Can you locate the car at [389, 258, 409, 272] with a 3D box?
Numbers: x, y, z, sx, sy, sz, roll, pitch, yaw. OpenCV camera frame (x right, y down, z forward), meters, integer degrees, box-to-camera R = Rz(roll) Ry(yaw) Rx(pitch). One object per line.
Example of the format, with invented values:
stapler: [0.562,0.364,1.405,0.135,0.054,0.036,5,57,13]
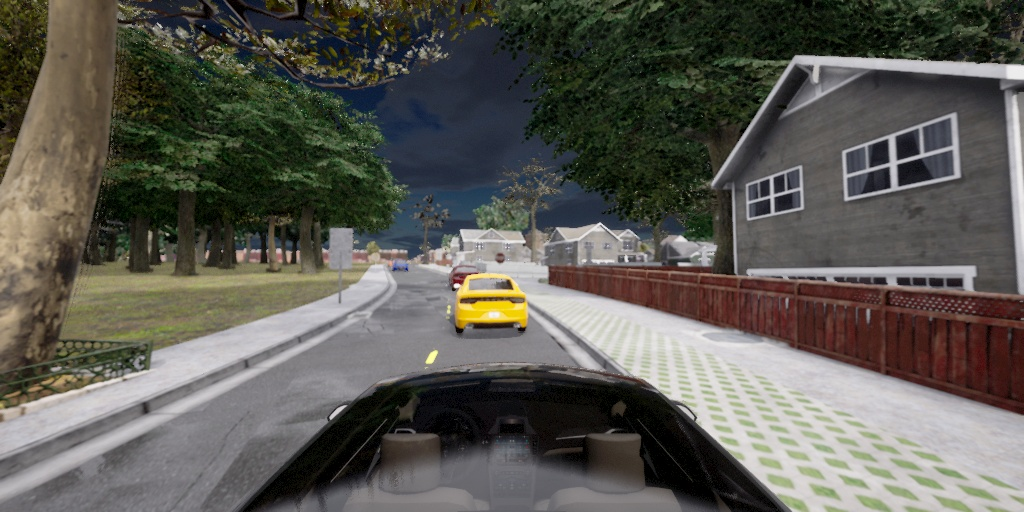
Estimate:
car: [-14.527,1.274,46.614,1.882,1.535,5.008,1,0,-20]

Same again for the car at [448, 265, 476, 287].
car: [-3.071,1.347,23.325,1.882,1.535,5.008,1,0,-13]

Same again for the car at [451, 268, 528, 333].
car: [-0.758,1.289,11.054,1.882,1.535,5.008,0,-1,-8]
